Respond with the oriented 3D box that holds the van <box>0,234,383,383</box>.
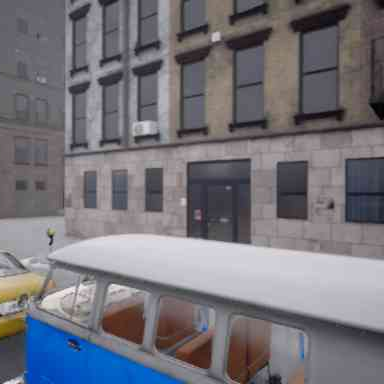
[{"bbox_3d":[0.288,1.334,2.604,3.998,1.788,1.690,0,0,35],"label":"van"}]
